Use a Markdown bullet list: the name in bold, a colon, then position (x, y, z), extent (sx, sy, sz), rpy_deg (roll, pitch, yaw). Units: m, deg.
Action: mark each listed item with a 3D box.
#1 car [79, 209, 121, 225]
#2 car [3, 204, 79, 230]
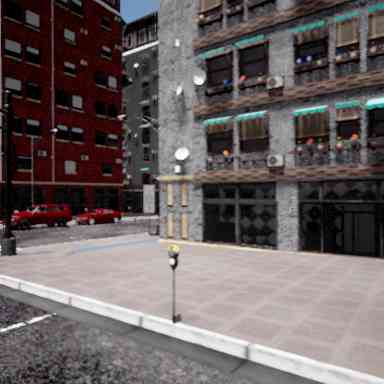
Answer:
- **car**: position (-8.554, 2.235, 30.619), extent (1.887, 1.381, 4.507), rpy_deg (-2, -2, 35)
- **car**: position (-11.851, 1.903, 25.981), extent (2.192, 1.841, 5.009), rpy_deg (-2, -2, 35)
